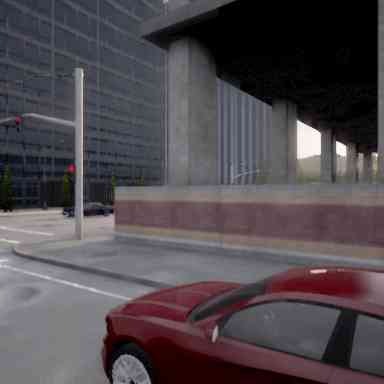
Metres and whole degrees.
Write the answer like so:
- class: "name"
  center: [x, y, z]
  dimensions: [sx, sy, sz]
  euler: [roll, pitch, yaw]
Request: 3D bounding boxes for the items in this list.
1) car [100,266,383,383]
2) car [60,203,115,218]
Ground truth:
- class: "car"
  center: [1.250, 1.478, 3.102]
  dimensions: [5.008, 1.535, 1.882]
  euler: [0, 0, 35]
- class: "car"
  center: [-9.423, 1.655, 30.255]
  dimensions: [1.895, 1.301, 4.718]
  euler: [0, 0, 36]
